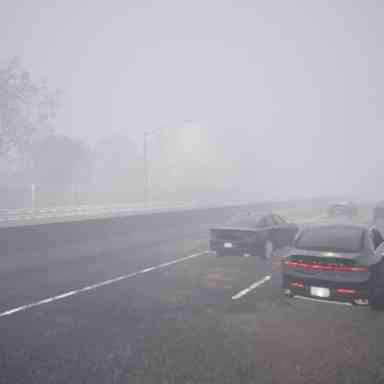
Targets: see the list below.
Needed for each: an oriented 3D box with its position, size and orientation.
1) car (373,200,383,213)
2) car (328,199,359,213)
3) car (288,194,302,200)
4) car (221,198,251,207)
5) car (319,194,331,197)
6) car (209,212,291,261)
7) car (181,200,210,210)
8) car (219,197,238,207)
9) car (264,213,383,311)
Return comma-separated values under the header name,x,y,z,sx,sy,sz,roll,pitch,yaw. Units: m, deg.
name,x,y,z,sx,sy,sz,roll,pitch,yaw
car,13.918,1.260,23.357,1.882,1.535,5.008,-2,0,34
car,12.719,1.337,27.869,2.128,1.511,4.902,-2,0,34
car,23.506,1.171,75.819,2.097,1.767,4.553,-2,0,34
car,5.252,1.666,35.948,1.994,1.385,4.181,-2,0,34
car,28.042,1.082,70.002,2.128,1.511,4.902,-2,0,34
car,2.501,1.494,12.527,1.882,1.535,5.008,-2,0,34
car,0.534,1.793,41.504,1.812,1.442,4.674,-2,0,34
car,5.229,1.498,42.230,2.097,1.767,4.553,-2,0,34
car,3.554,1.461,7.793,1.837,1.490,4.892,-2,0,34
